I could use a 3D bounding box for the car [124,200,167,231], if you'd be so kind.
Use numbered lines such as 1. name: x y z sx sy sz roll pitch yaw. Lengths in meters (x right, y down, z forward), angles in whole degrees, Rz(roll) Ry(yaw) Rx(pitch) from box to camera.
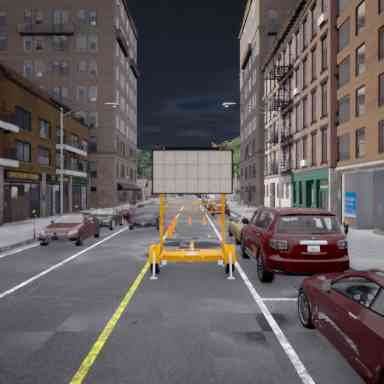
1. car: -2.724 1.504 20.840 1.837 1.490 4.892 0 0 0

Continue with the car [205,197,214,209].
1. car: 2.680 1.582 37.199 1.802 1.307 4.206 0 0 0

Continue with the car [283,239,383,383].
1. car: 2.642 1.582 4.090 1.802 1.307 4.206 0 0 0

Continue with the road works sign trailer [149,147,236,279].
1. road works sign trailer: 0.011 0.464 9.979 2.380 3.560 2.880 0 0 0

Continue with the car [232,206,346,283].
1. car: 2.649 1.314 9.609 2.192 1.841 5.009 0 0 0

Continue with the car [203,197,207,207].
1. car: 2.686 1.529 42.888 1.752 1.417 4.829 0 0 0

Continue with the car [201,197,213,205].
1. car: 2.705 1.581 59.273 1.947 1.339 4.313 0 0 0

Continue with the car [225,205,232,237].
1. car: 2.651 1.525 15.295 1.752 1.417 4.829 0 0 0

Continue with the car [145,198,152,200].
1. car: -5.351 1.565 31.687 1.947 1.339 4.313 0 0 0

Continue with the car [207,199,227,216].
1. car: 2.674 1.581 31.682 1.802 1.307 4.206 0 0 0

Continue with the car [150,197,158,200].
1. car: -5.345 1.551 37.205 2.008 1.369 4.403 0 0 0

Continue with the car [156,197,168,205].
1. car: -5.320 1.597 59.281 1.802 1.307 4.206 0 0 0

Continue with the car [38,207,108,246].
1. car: -5.370 1.581 15.130 1.802 1.307 4.206 0 0 0

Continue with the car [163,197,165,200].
1. car: -5.333 1.532 48.073 1.752 1.417 4.829 0 0 0

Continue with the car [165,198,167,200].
1. car: -5.327 1.451 53.762 1.967 1.590 4.097 0 0 0

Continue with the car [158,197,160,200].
1. car: -5.339 1.444 42.724 1.967 1.590 4.097 0 0 0

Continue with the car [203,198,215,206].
1. car: 2.698 1.593 53.754 1.802 1.307 4.206 0 0 0

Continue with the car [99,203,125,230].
1. car: -5.364 1.550 20.649 2.008 1.369 4.403 0 0 0
